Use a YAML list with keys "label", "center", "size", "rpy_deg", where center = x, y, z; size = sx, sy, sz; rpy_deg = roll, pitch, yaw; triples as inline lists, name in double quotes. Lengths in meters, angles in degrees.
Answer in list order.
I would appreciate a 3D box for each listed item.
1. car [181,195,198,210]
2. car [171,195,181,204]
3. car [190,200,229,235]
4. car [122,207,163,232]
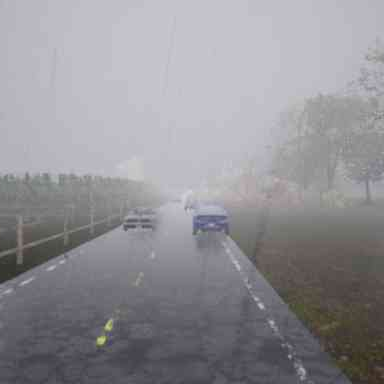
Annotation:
- label: "car"
  center: [0.031, 1.471, 41.487]
  size: [2.033, 1.411, 5.357]
  rpy_deg: [0, 0, 1]
- label: "car"
  center: [-2.801, 1.371, 61.260]
  size: [1.837, 1.490, 4.892]
  rpy_deg: [0, 0, 1]
- label: "car"
  center: [0.958, 1.451, 18.681]
  size: [1.882, 1.535, 5.008]
  rpy_deg: [0, 0, 0]
- label: "car"
  center: [-2.855, 1.571, 20.015]
  size: [1.895, 1.301, 4.718]
  rpy_deg: [0, 0, 0]
